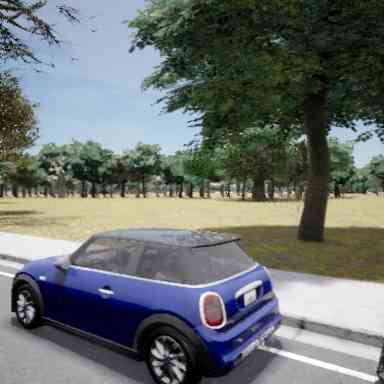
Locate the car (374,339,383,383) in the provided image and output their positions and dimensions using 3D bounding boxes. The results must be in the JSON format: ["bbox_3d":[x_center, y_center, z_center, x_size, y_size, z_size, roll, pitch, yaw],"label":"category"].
[{"bbox_3d":[3.868,1.500,1.996,4.892,1.490,1.837,0,0,36],"label":"car"}]

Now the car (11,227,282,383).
[{"bbox_3d":[-0.990,1.365,5.468,4.553,1.767,2.097,0,0,36],"label":"car"}]
